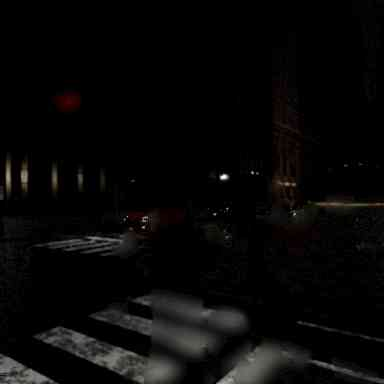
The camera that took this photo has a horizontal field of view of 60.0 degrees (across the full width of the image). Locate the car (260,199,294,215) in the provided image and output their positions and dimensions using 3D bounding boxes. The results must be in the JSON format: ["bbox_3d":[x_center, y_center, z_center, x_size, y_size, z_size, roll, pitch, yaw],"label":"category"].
[{"bbox_3d":[9.149,1.560,36.498,2.097,1.767,4.553,-1,-1,36],"label":"car"}]

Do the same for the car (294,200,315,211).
[{"bbox_3d":[14.900,1.781,44.420,1.994,1.385,4.181,-1,-1,36],"label":"car"}]

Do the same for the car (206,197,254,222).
[{"bbox_3d":[3.429,1.422,28.595,2.150,2.045,5.566,-1,-1,36],"label":"car"}]

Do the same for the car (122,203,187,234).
[{"bbox_3d":[-2.191,1.545,20.780,2.097,1.767,4.553,-1,-1,36],"label":"car"}]
